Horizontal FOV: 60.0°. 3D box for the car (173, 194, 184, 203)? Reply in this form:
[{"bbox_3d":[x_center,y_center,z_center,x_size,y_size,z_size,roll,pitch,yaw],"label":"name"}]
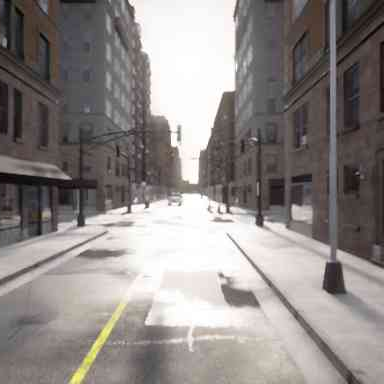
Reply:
[{"bbox_3d":[-2.822,1.361,70.862,2.097,1.767,4.553,0,0,0],"label":"car"}]

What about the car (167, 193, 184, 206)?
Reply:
[{"bbox_3d":[-2.858,1.234,55.553,2.150,2.045,5.566,0,0,1],"label":"car"}]

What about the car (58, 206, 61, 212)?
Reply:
[{"bbox_3d":[-15.282,1.543,32.131,4.829,1.417,1.752,0,0,0],"label":"car"}]
